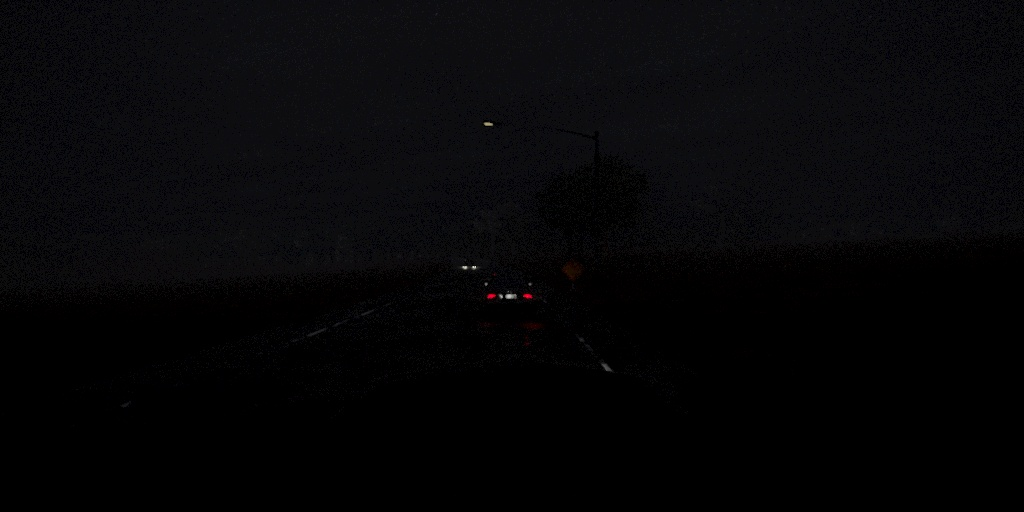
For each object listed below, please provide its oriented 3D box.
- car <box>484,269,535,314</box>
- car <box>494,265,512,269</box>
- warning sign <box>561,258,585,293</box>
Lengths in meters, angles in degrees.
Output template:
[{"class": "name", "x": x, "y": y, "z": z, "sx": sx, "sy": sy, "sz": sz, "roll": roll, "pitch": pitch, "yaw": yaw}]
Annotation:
[{"class": "car", "x": -0.144, "y": 1.413, "z": 14.448, "sx": 2.033, "sy": 1.411, "sz": 5.357, "roll": 0, "pitch": 0, "yaw": -1}, {"class": "car", "x": -0.765, "y": 1.462, "z": 29.443, "sx": 2.033, "sy": 1.411, "sz": 5.357, "roll": 0, "pitch": 0, "yaw": -3}, {"class": "warning sign", "x": 3.257, "y": 1.009, "z": 19.188, "sx": 1.300, "sy": 1.860, "sz": 1.060, "roll": 0, "pitch": 0, "yaw": -2}]
